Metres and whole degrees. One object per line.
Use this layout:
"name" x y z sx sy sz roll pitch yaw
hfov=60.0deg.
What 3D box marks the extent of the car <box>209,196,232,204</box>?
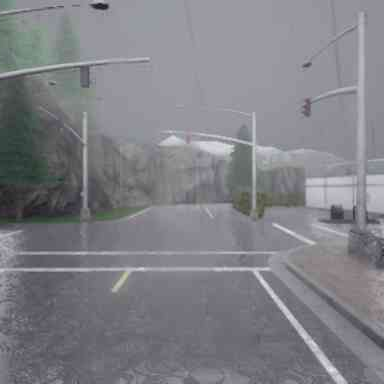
"car" 5.660 1.330 57.190 5.357 1.411 2.033 0 0 -4
